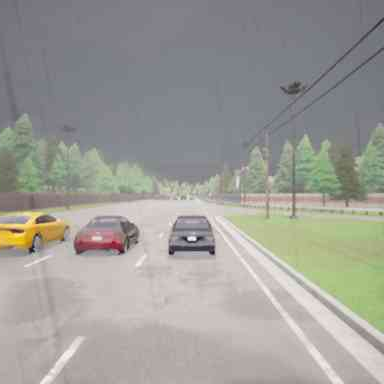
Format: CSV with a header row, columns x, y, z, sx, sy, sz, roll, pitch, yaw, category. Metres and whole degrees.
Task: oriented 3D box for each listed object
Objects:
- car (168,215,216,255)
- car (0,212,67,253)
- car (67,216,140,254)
x,y,z,sx,sy,sz,roll,pitch,yaw,category
-0.001,1.680,13.991,2.033,1.411,5.357,0,-1,0,car
-6.995,1.615,14.474,1.882,1.535,5.008,0,0,0,car
-3.497,1.700,14.267,1.994,1.385,4.181,0,0,0,car
